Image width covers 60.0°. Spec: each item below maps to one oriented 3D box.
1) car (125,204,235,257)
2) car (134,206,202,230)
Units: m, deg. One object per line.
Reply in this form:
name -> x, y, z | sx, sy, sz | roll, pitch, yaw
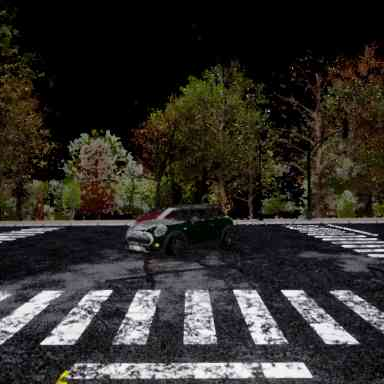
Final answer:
car -> -0.341, 1.295, 12.800 | 2.097, 1.767, 4.553 | -1, -1, 43
car -> -1.453, 1.634, 21.409 | 4.181, 1.385, 1.994 | -1, -1, 1
